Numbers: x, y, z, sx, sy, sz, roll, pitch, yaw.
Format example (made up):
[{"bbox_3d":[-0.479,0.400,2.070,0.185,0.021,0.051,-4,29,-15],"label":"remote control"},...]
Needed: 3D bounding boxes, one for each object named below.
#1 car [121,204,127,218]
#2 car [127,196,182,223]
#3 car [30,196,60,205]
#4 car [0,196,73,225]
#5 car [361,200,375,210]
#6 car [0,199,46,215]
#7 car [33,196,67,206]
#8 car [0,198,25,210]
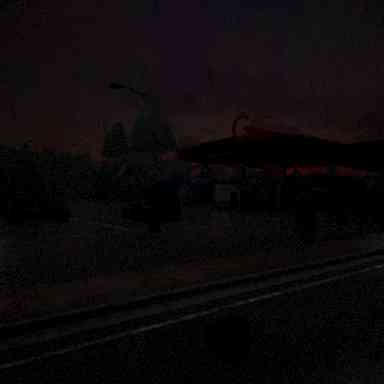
[{"bbox_3d":[-4.059,1.560,28.554,3.806,1.475,1.970,0,0,-36],"label":"car"},{"bbox_3d":[-2.617,1.276,25.496,3.866,1.878,1.905,0,0,-36],"label":"car"},{"bbox_3d":[-25.943,1.539,58.875,4.514,1.523,2.007,0,0,-36],"label":"car"},{"bbox_3d":[-10.926,1.292,23.580,4.605,1.855,1.932,0,0,-36],"label":"car"},{"bbox_3d":[25.327,1.699,44.873,2.242,1.667,4.611,0,0,-36],"label":"car"},{"bbox_3d":[-17.610,1.493,34.115,4.514,1.523,2.007,0,0,-36],"label":"car"},{"bbox_3d":[-24.072,1.530,56.357,5.027,1.636,2.152,0,0,-36],"label":"car"},{"bbox_3d":[-23.401,1.515,42.259,3.633,1.501,1.845,0,0,-36],"label":"car"}]
